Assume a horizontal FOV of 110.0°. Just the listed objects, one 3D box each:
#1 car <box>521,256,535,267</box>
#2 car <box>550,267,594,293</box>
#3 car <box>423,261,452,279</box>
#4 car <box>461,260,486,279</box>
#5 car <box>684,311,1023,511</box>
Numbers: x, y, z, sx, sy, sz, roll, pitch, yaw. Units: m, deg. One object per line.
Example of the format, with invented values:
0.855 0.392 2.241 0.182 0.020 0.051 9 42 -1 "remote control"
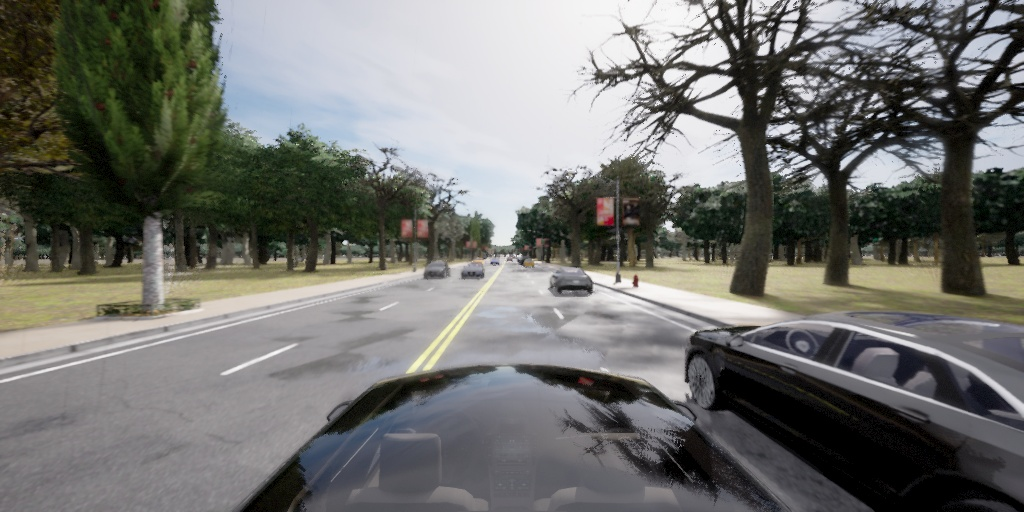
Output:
3.047 1.189 64.445 1.801 1.575 5.366 0 0 0 "car"
3.330 1.313 20.577 1.994 1.385 4.181 0 0 0 "car"
-6.643 1.253 32.285 1.837 1.490 4.892 0 0 0 "car"
-3.391 1.311 32.143 1.994 1.385 4.181 0 0 0 "car"
3.350 1.241 3.174 2.128 1.511 4.902 0 0 0 "car"
